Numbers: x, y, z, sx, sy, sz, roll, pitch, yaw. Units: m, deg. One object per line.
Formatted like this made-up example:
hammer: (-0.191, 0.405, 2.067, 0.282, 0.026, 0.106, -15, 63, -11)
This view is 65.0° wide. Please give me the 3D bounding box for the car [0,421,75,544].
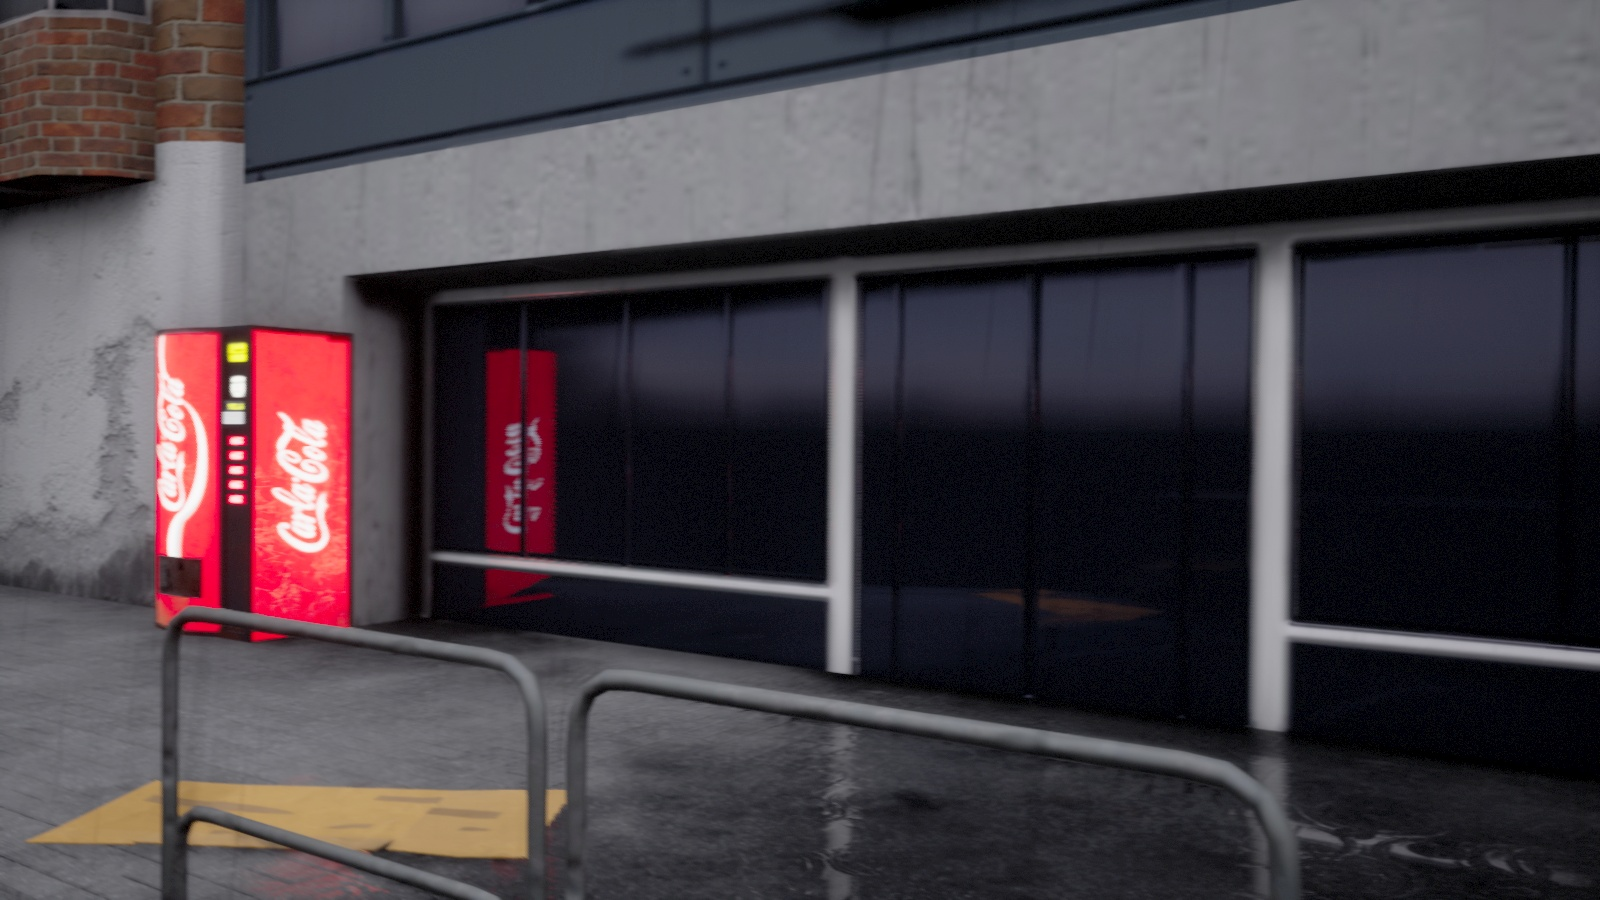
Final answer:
car: (-12.254, 0.464, 16.315, 2.242, 1.667, 4.611, -1, 1, 16)
